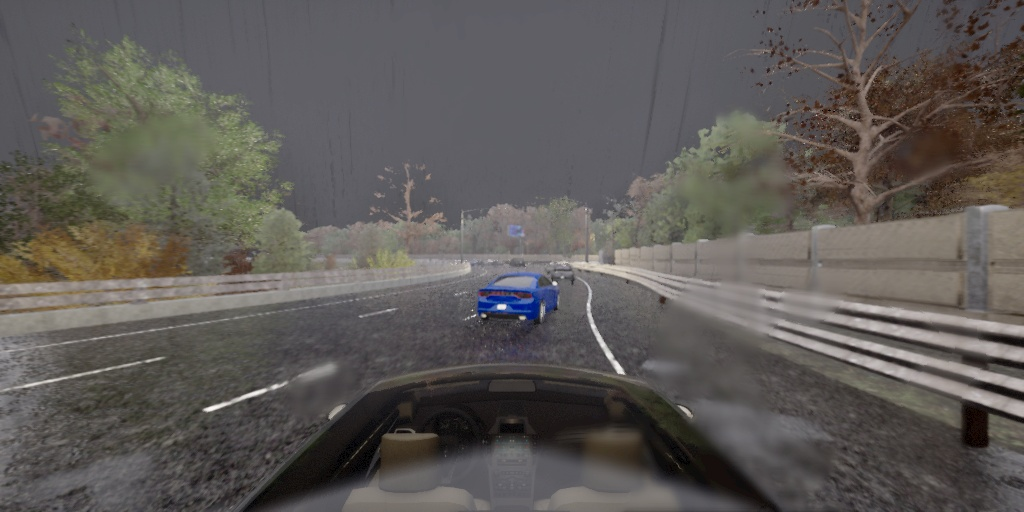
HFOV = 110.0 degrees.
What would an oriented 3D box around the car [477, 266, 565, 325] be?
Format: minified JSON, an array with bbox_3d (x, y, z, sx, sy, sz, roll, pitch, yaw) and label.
[{"bbox_3d":[0.425,1.296,12.423,1.882,1.535,5.008,0,0,17],"label":"car"}]

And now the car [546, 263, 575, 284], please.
[{"bbox_3d":[4.128,1.439,29.506,2.128,1.511,4.902,0,0,8],"label":"car"}]
